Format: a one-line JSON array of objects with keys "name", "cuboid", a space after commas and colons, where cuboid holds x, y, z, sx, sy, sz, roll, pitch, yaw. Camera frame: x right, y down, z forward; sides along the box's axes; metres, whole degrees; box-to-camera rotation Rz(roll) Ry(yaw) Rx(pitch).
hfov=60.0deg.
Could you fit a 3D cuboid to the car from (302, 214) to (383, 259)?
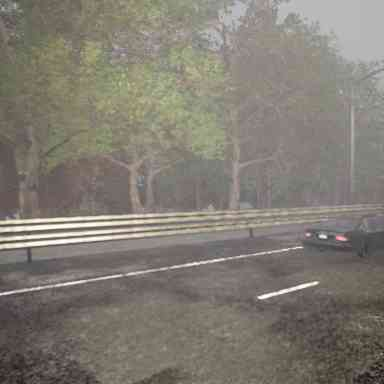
[{"name": "car", "cuboid": [6.467, 1.554, 12.742, 5.357, 1.411, 2.033, 0, 0, -36]}]
